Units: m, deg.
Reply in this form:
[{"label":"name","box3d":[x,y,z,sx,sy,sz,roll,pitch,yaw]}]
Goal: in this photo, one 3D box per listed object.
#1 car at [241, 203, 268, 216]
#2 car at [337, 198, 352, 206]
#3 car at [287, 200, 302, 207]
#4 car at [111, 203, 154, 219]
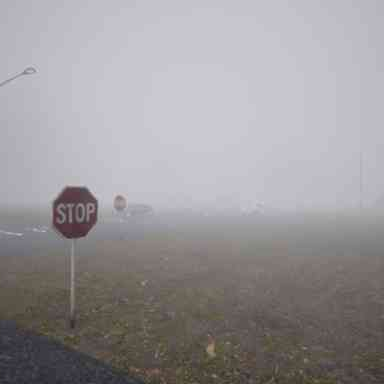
[{"label":"car","box3d":[7.328,2.025,38.952,1.812,1.442,4.674,1,0,36]},{"label":"car","box3d":[35.260,2.554,77.673,1.837,1.490,4.892,1,0,36]},{"label":"car","box3d":[21.896,2.418,71.114,1.895,1.301,4.718,1,0,36]},{"label":"car","box3d":[-5.787,1.839,32.739,1.837,1.490,4.892,1,1,36]}]
